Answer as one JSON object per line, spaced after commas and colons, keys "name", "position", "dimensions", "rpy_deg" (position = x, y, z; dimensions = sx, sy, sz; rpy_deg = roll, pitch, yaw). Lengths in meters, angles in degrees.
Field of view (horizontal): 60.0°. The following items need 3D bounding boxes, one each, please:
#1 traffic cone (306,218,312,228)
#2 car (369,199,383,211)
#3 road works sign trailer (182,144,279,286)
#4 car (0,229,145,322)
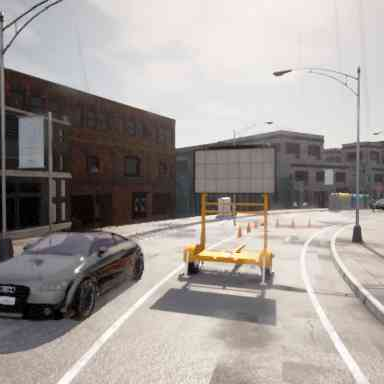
{"name": "traffic cone", "position": [7.478, 1.980, 21.165], "dimensions": [0.340, 0.580, 0.340], "rpy_deg": [1, 0, 22]}
{"name": "car", "position": [24.103, 1.590, 41.431], "dimensions": [5.008, 1.535, 1.882], "rpy_deg": [1, 1, -33]}
{"name": "road works sign trailer", "position": [1.250, 0.461, 9.687], "dimensions": [2.380, 3.560, 2.880], "rpy_deg": [0, 0, 20]}
{"name": "car", "position": [-2.549, 1.550, 7.280], "dimensions": [1.994, 1.385, 4.181], "rpy_deg": [0, 0, 12]}
